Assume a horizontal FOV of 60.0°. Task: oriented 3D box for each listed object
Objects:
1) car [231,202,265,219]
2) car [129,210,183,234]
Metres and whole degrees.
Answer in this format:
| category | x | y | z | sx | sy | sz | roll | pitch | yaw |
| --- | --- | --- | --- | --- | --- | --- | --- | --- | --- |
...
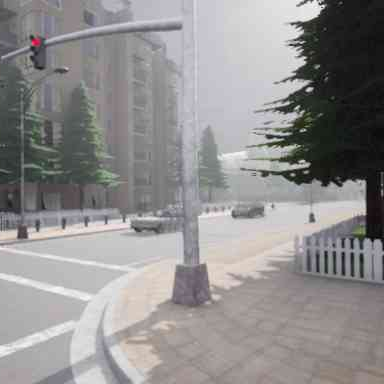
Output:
| category | x | y | z | sx | sy | sz | roll | pitch | yaw |
| --- | --- | --- | --- | --- | --- | --- | --- | --- | --- |
| car | 5.387 | 1.699 | 31.459 | 1.837 | 1.490 | 4.892 | -1 | 0 | 34 |
| car | -1.719 | 1.792 | 20.898 | 1.895 | 1.301 | 4.718 | -1 | -1 | 34 |
